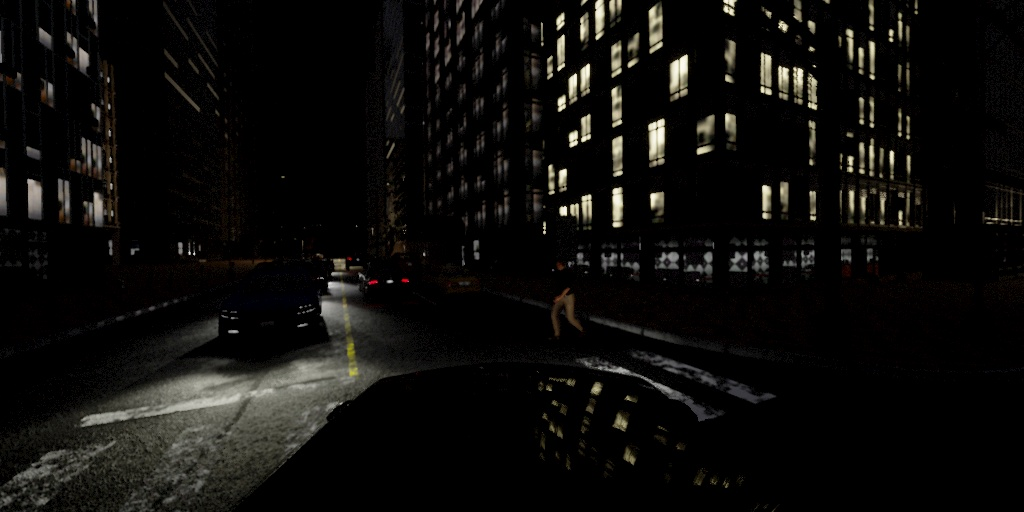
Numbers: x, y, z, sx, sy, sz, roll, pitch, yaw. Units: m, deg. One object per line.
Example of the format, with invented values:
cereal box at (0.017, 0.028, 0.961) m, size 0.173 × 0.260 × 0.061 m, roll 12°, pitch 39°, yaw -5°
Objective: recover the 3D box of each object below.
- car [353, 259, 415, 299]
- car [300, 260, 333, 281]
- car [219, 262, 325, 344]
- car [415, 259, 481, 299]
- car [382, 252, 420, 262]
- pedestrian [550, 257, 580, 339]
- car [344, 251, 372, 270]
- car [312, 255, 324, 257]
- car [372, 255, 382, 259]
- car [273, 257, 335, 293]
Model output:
car at (-5.973, 1.047, 16.574) m, size 2.033 × 1.411 × 5.357 m, roll -1°, pitch 1°, yaw -26°
car at (-14.413, 1.012, 26.607) m, size 1.895 × 1.301 × 4.718 m, roll -1°, pitch 1°, yaw -26°
car at (-6.209, 1.108, 9.655) m, size 1.882 × 1.535 × 5.008 m, roll -1°, pitch 1°, yaw -27°
car at (-2.840, 1.002, 15.919) m, size 1.751 × 1.417 × 4.829 m, roll 0°, pitch 0°, yaw -26°
car at (-8.016, 0.649, 26.688) m, size 2.192 × 1.841 × 5.009 m, roll 0°, pitch 0°, yaw -26°
pedestrian at (1.137, 0.873, 7.755) m, size 0.375 × 1.860 × 0.375 m, roll -1°, pitch 0°, yaw -26°
car at (-16.992, 0.427, 39.230) m, size 2.150 × 2.045 × 5.566 m, roll -1°, pitch 2°, yaw -26°
car at (-18.754, 0.856, 35.645) m, size 1.994 × 1.385 × 4.181 m, roll -1°, pitch 1°, yaw -25°
car at (-12.935, 0.746, 36.841) m, size 1.888 × 1.381 × 4.507 m, roll 0°, pitch 0°, yaw -26°
car at (-10.352, 1.012, 18.200) m, size 2.128 × 1.511 × 4.902 m, roll -1°, pitch 1°, yaw -26°
